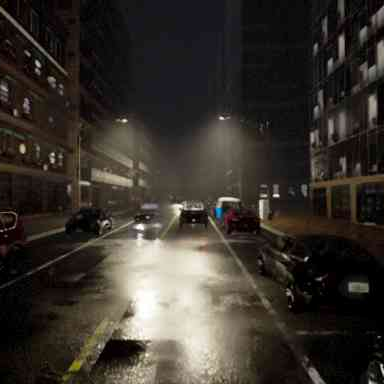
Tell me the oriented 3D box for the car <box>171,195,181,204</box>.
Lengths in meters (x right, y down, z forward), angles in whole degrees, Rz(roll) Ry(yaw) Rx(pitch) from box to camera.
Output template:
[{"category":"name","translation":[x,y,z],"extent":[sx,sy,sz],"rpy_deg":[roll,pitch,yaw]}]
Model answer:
[{"category":"car","translation":[-2.963,1.563,66.004],"extent":[1.994,1.385,4.181],"rpy_deg":[0,0,0]}]

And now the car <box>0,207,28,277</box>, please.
[{"category":"car","translation":[-5.665,1.317,7.548],"extent":[2.192,1.841,5.009],"rpy_deg":[1,0,0]}]

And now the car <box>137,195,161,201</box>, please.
[{"category":"car","translation":[-5.640,1.321,41.736],"extent":[2.192,1.841,5.009],"rpy_deg":[1,0,0]}]

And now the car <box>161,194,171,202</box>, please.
[{"category":"car","translation":[-5.627,1.448,64.527],"extent":[1.967,1.590,4.097],"rpy_deg":[1,0,0]}]

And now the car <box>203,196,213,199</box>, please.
[{"category":"car","translation":[2.704,1.446,41.604],"extent":[1.967,1.590,4.097],"rpy_deg":[1,0,0]}]

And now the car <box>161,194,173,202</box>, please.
[{"category":"car","translation":[-5.616,1.324,75.921],"extent":[2.192,1.841,5.009],"rpy_deg":[1,0,0]}]

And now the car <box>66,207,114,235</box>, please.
[{"category":"car","translation":[-5.662,1.570,18.944],"extent":[1.947,1.339,4.313],"rpy_deg":[1,0,0]}]

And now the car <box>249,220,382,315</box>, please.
[{"category":"car","translation":[2.677,1.568,7.418],"extent":[1.947,1.339,4.313],"rpy_deg":[1,0,0]}]

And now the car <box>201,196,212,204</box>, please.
[{"category":"car","translation":[2.718,1.559,64.395],"extent":[2.008,1.369,4.403],"rpy_deg":[1,0,0]}]

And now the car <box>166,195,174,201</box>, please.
[{"category":"car","translation":[-5.613,1.537,87.147],"extent":[1.752,1.417,4.829],"rpy_deg":[1,0,0]}]

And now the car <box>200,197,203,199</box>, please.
[{"category":"car","translation":[0.128,1.607,41.941],"extent":[1.895,1.301,4.718],"rpy_deg":[0,0,0]}]

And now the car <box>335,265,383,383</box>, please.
[{"category":"car","translation":[2.673,1.567,1.719],"extent":[1.947,1.339,4.313],"rpy_deg":[1,0,0]}]

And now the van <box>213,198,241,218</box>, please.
[{"category":"van","translation":[2.694,1.345,24.510],"extent":[1.690,1.788,3.998],"rpy_deg":[1,0,0]}]

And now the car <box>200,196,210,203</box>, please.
[{"category":"car","translation":[2.722,1.553,70.093],"extent":[1.887,1.381,4.507],"rpy_deg":[1,0,0]}]

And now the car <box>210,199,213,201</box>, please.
[{"category":"car","translation":[2.693,1.571,30.208],"extent":[1.947,1.339,4.313],"rpy_deg":[1,0,0]}]

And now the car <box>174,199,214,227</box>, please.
[{"category":"car","translation":[0.115,1.497,22.435],"extent":[2.128,1.511,4.902],"rpy_deg":[0,0,0]}]

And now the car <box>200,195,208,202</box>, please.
[{"category":"car","translation":[2.726,1.534,75.960],"extent":[1.752,1.417,4.829],"rpy_deg":[1,0,0]}]

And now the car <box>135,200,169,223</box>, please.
[{"category":"car","translation":[-3.080,1.568,25.175],"extent":[1.994,1.385,4.181],"rpy_deg":[0,0,0]}]

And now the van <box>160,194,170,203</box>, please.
[{"category":"van","translation":[-5.620,1.350,70.224],"extent":[1.690,1.788,3.998],"rpy_deg":[1,0,0]}]

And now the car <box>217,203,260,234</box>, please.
[{"category":"car","translation":[2.686,1.548,18.813],"extent":[1.887,1.381,4.507],"rpy_deg":[1,0,0]}]
